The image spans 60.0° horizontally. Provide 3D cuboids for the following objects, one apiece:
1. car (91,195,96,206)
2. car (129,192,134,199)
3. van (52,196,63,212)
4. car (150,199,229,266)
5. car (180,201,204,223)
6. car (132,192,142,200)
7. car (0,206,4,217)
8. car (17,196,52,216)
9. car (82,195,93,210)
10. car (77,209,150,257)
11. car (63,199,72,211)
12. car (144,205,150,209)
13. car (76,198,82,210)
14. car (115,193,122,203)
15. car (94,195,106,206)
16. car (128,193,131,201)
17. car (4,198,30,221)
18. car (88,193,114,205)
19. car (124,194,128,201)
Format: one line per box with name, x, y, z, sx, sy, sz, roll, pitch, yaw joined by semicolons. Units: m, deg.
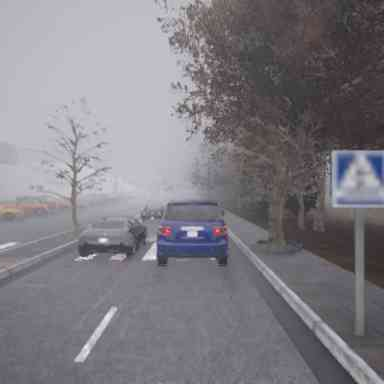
car;-16.856;1.662;48.289;4.792;1.488;2.163;-1;0;-20
car;-16.849;1.436;78.147;4.792;1.488;2.163;-1;0;-20
van;-16.783;1.410;36.388;4.442;1.987;1.878;-1;-1;-20
car;0.032;1.242;11.812;2.150;2.045;5.566;0;0;0
car;0.037;1.607;27.932;1.837;1.490;4.892;0;0;0
car;-16.846;1.335;90.153;4.792;1.488;2.163;-1;0;-20
car;-16.918;1.603;24.388;4.792;1.488;2.163;-1;0;-20
car;-16.861;1.499;33.361;4.553;1.767;2.185;-1;0;-20
car;-16.713;1.635;45.361;5.366;1.575;1.946;-1;0;-20
car;-2.954;1.588;13.131;1.994;1.385;4.181;0;0;0
car;-16.881;1.682;39.320;4.674;1.452;2.002;-1;0;-20
car;-2.969;1.698;27.308;1.895;1.301;4.718;0;0;0
car;-16.912;1.676;42.292;4.792;1.488;2.163;-1;0;-20
car;-16.858;1.282;63.211;5.566;2.045;2.435;-1;0;-20
car;-16.878;1.642;54.246;4.674;1.452;2.002;-1;1;-20
car;-16.871;1.473;75.129;4.674;1.452;2.002;-1;1;-20
car;-16.717;1.587;27.450;5.366;1.575;1.946;-1;-1;-20
car;-16.911;1.332;57.215;5.566;2.045;2.435;-1;1;-20
car;-16.849;1.332;72.155;4.553;1.767;2.185;-1;1;-20
